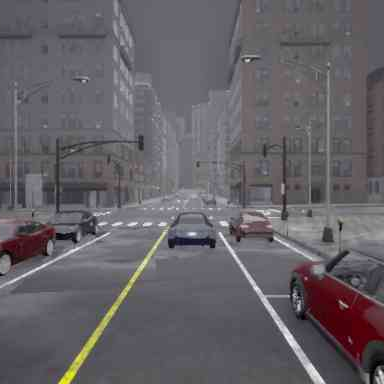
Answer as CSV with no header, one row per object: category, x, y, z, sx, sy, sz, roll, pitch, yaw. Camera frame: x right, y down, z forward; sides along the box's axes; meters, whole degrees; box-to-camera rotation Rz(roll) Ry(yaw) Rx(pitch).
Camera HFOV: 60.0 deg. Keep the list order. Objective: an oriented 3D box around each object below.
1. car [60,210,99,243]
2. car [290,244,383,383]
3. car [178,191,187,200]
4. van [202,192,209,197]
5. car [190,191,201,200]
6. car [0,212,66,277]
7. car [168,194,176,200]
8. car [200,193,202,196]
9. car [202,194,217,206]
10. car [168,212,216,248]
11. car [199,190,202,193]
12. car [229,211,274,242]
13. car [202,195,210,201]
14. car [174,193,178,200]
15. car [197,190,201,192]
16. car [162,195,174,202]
car,-5.766,1.557,15.895,1.947,1.339,4.313,0,0,0
car,2.758,1.437,4.603,1.967,1.590,4.097,0,0,0
car,-2.477,1.260,82.208,1.837,1.490,4.892,0,0,0
van,3.082,1.227,58.653,1.690,1.788,3.998,0,0,0
car,0.489,1.222,78.207,1.812,1.442,4.674,0,0,0
car,-5.766,1.539,10.250,1.887,1.381,4.507,0,0,0
car,-5.201,1.315,86.495,1.802,1.307,4.206,0,0,0
car,3.228,1.395,75.310,1.802,1.307,4.206,0,0,0
car,3.035,1.487,53.102,1.802,1.307,4.206,0,0,0
car,0.000,1.565,14.651,1.994,1.385,4.181,0,0,0
car,3.724,0.902,93.279,2.150,2.045,5.566,0,0,0
car,2.759,1.573,15.893,1.802,1.307,4.206,0,0,0
car,3.276,1.357,80.866,1.802,1.307,4.206,0,0,0
car,-5.249,1.326,80.942,2.008,1.369,4.403,0,0,0
car,0.603,1.052,91.540,2.128,1.511,4.902,0,0,0
car,-5.347,1.425,69.837,1.802,1.307,4.206,0,0,0
